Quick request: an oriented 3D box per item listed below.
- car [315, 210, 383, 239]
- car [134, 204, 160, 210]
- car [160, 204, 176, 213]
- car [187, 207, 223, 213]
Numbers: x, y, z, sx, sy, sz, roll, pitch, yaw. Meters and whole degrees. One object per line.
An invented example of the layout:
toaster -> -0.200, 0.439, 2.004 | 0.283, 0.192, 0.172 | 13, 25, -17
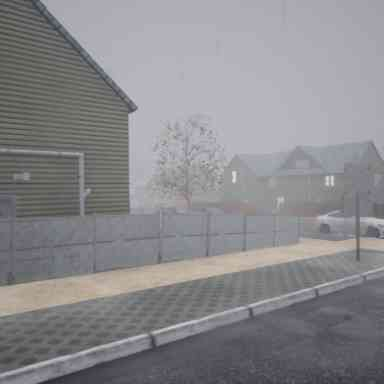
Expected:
car -> 9.210, 1.746, 18.874 | 1.812, 1.442, 4.674 | -1, -1, -32
car -> -6.162, 2.411, 40.539 | 1.994, 1.385, 4.181 | -1, -1, -36
car -> -3.983, 2.289, 42.553 | 1.882, 1.535, 5.008 | -1, -1, -36
car -> 1.526, 2.082, 29.828 | 2.033, 1.411, 5.357 | -1, -1, -36
